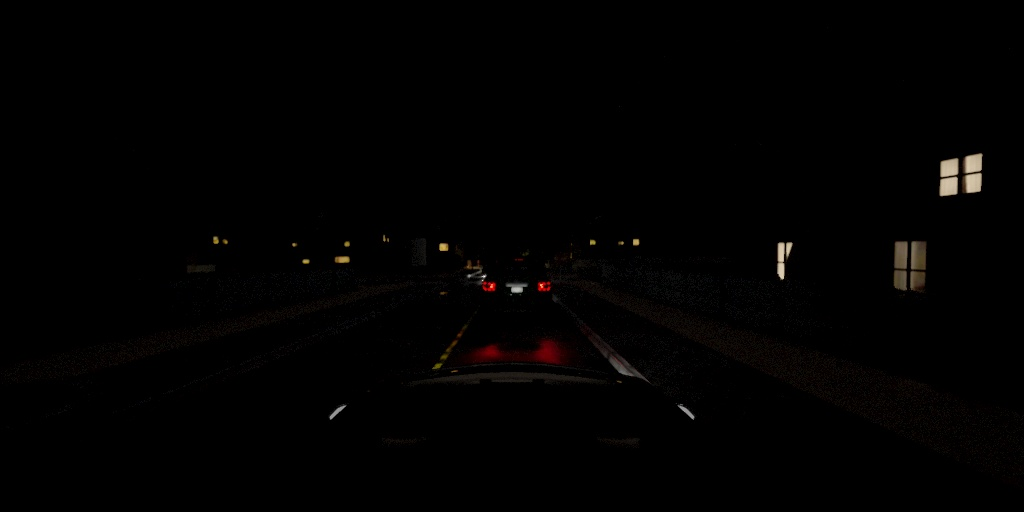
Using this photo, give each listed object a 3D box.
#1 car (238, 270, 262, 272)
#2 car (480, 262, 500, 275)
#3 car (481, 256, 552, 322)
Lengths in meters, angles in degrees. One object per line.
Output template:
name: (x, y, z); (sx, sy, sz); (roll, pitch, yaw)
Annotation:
car: (-22.243, 1.850, 31.067); (4.718, 1.301, 1.895); (-1, 2, 0)
car: (-2.654, 1.478, 43.787); (2.128, 1.511, 4.902); (0, 0, 0)
car: (0.145, 1.027, 12.687); (2.150, 2.045, 5.566); (0, 0, 0)
